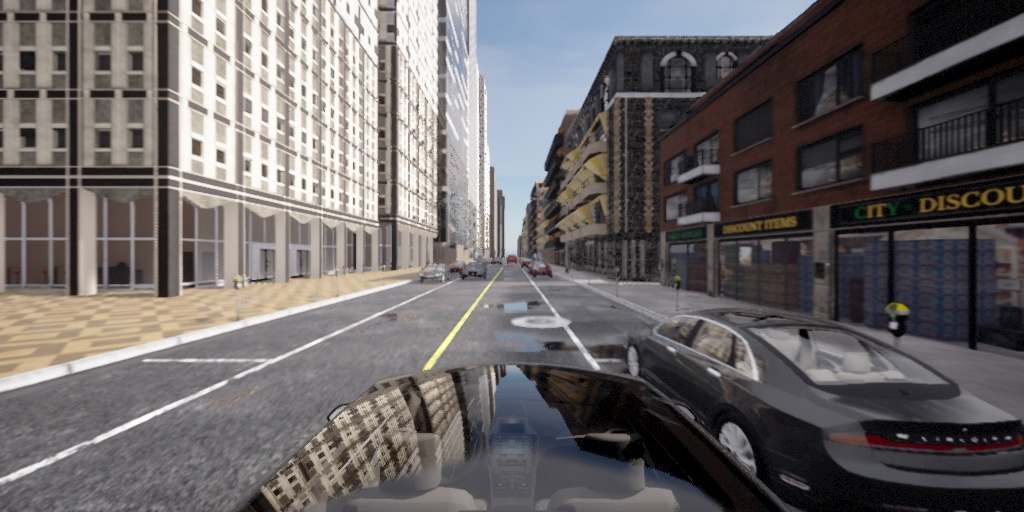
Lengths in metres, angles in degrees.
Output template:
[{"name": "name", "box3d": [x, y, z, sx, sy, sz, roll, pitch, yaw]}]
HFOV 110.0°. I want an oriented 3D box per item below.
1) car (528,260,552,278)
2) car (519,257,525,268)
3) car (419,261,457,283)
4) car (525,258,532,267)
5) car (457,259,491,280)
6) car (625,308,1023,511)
[{"name": "car", "box3d": [2.694, 1.246, 32.501, 1.802, 1.307, 4.207, 0, 0, 0]}, {"name": "car", "box3d": [2.366, 1.085, 55.804, 1.882, 1.535, 5.008, 0, 0, 0]}, {"name": "car", "box3d": [-5.687, 1.230, 26.853, 2.007, 1.370, 4.403, 0, 0, 0]}, {"name": "car", "box3d": [2.694, 1.090, 38.149, 1.967, 1.591, 4.097, 0, 0, 0]}, {"name": "car", "box3d": [-3.092, 1.234, 30.278, 1.994, 1.385, 4.181, 0, 0, 0]}, {"name": "car", "box3d": [2.691, 1.293, 4.258, 2.007, 1.370, 4.403, 0, 0, 0]}]
